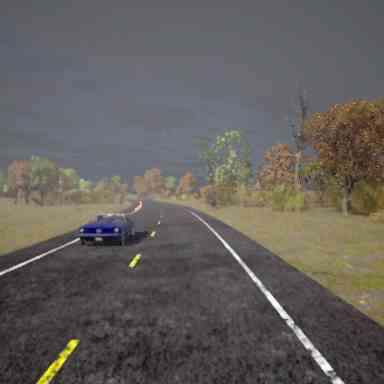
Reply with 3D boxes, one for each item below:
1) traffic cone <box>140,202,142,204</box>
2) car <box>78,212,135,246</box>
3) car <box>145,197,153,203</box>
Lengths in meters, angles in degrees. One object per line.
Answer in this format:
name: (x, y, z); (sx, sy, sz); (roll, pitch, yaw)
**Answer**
traffic cone: (-7.908, 2.231, 50.746); (0.340, 0.580, 0.340); (0, 0, -7)
car: (-3.931, 1.674, 15.946); (1.895, 1.301, 4.718); (0, 0, -2)
car: (-11.896, 2.160, 91.506); (2.033, 1.411, 5.357); (0, -1, -15)
